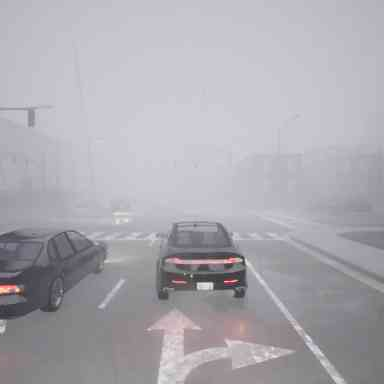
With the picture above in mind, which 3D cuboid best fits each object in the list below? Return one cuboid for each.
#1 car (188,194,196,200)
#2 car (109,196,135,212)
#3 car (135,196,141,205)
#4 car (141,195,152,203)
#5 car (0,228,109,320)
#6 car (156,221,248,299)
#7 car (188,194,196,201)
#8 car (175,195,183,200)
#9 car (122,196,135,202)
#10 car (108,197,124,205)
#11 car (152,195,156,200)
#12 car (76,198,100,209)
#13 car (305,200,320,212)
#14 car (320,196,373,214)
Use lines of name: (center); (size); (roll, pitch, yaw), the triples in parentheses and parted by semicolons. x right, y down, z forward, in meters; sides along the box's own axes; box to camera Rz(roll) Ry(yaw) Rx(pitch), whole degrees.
car: (-0.033, 1.355, 92.849); (2.097, 1.767, 4.553); (0, 0, 0)
car: (-8.614, 1.491, 39.335); (2.128, 1.511, 4.902); (0, 0, -22)
car: (-10.618, 1.477, 57.570); (1.882, 1.535, 5.008); (0, 0, 0)
car: (-10.525, 1.478, 71.681); (1.882, 1.535, 5.008); (0, 0, 0)
car: (-3.434, 1.547, 7.639); (2.033, 1.411, 5.357); (0, 0, 0)
car: (0.112, 1.492, 8.445); (2.128, 1.511, 4.902); (0, 0, -3)
car: (-0.029, 1.500, 82.458); (1.837, 1.490, 4.892); (0, 0, 0)
car: (-3.533, 1.524, 92.864); (1.812, 1.442, 4.674); (0, 0, 0)
car: (-14.026, 1.524, 73.658); (1.812, 1.442, 4.674); (0, 0, 0)
car: (-14.079, 1.564, 61.933); (1.994, 1.385, 4.181); (0, 0, 0)
car: (-10.531, 1.428, 86.873); (1.994, 1.385, 4.181); (0, 0, 0)
car: (-14.115, 1.547, 45.526); (2.033, 1.411, 5.357); (0, 0, 0)
car: (15.698, 1.491, 38.710); (4.902, 1.511, 2.128); (0, 0, 0)
car: (16.528, 1.352, 35.209); (4.553, 1.767, 2.097); (0, 0, 0)
